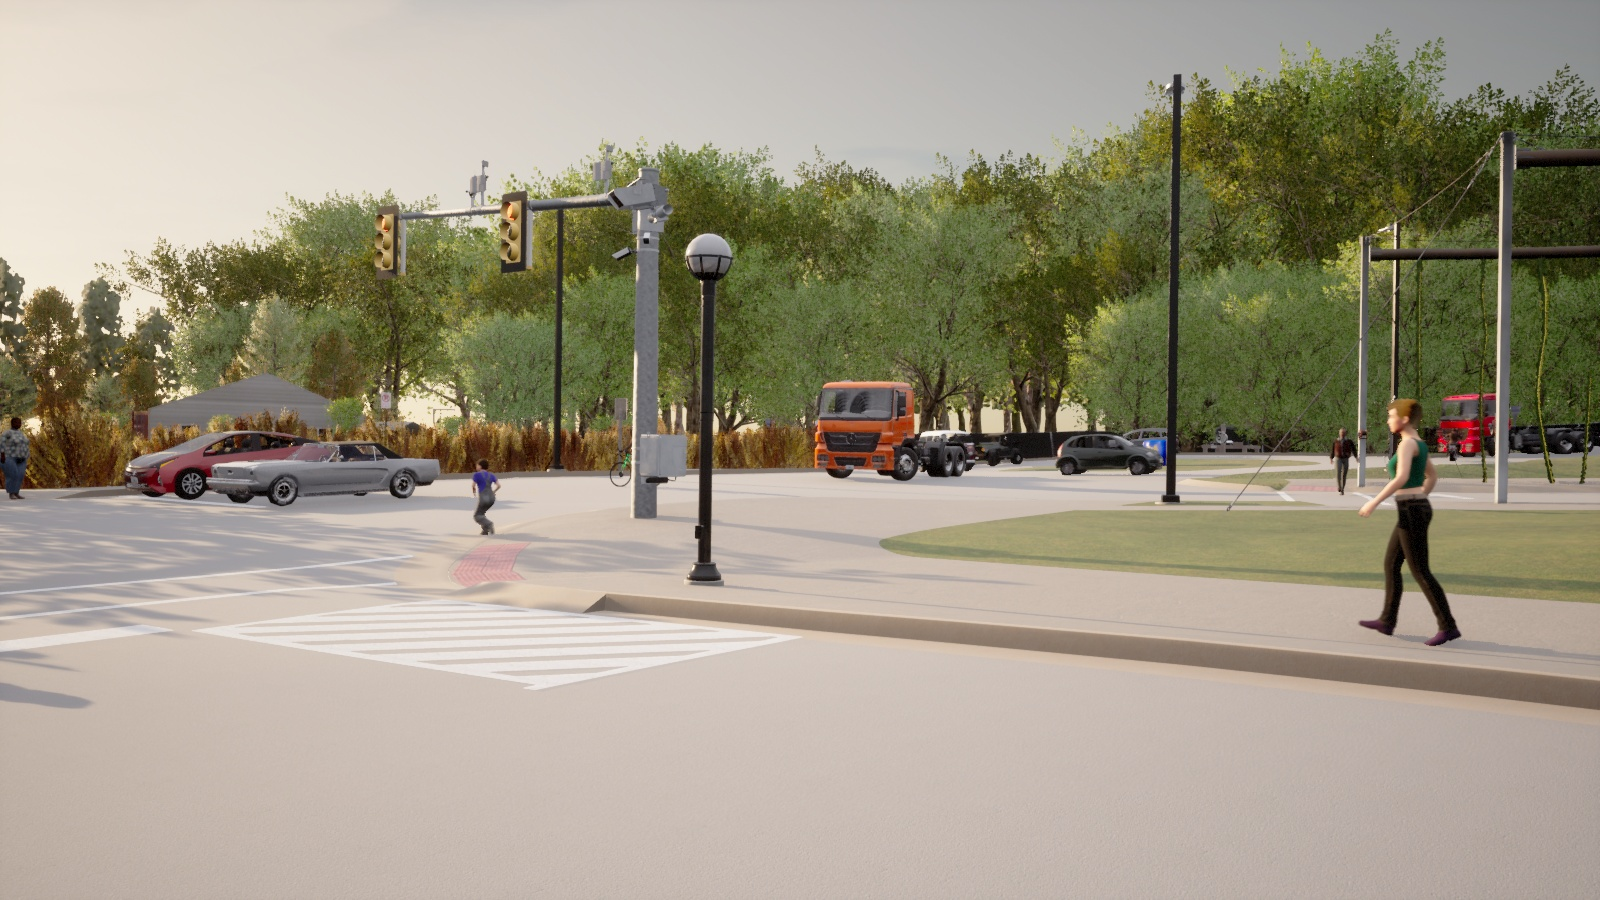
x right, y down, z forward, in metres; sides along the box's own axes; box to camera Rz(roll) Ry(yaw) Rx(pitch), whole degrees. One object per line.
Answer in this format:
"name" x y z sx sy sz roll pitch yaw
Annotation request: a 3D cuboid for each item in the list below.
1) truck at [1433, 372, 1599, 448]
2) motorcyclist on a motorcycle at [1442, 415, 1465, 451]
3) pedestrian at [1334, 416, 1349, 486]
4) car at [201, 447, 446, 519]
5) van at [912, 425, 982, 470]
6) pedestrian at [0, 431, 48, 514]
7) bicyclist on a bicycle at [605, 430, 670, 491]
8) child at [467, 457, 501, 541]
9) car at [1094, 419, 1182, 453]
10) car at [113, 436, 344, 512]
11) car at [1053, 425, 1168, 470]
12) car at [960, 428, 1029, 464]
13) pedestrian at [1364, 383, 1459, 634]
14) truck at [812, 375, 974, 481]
"truck" 38.154 -2.113 66.476 7.936 3.462 2.891 -4 1 -10
"motorcyclist on a motorcycle" 30.956 -0.826 59.467 0.766 1.649 2.350 1 2 31
"pedestrian" 14.546 0.028 33.715 0.376 1.854 0.720 0 0 24
"car" -10.370 0.656 27.668 1.895 1.301 4.718 0 2 37
"van" 7.122 -0.072 61.336 2.069 2.038 4.480 -1 -1 -11
"pedestrian" -17.680 0.498 28.305 0.900 1.855 0.874 0 0 14
"bicyclist on a bicycle" -4.404 0.283 34.001 1.656 1.620 0.582 0 1 -33
"child" -4.810 0.739 19.129 0.437 1.263 0.270 0 0 35
"car" 19.068 -0.788 70.795 4.611 1.667 2.242 -3 2 19
"car" -13.418 0.513 29.721 2.007 1.525 4.514 0 2 37
"car" 12.116 -0.086 48.948 3.988 1.617 1.851 -2 0 27
"car" 11.209 -0.251 72.171 3.866 1.878 1.905 -4 1 -45
"pedestrian" 4.631 0.429 9.511 0.594 1.836 0.345 0 0 37
"truck" 3.540 -0.790 45.304 2.891 3.462 7.936 0 1 28
